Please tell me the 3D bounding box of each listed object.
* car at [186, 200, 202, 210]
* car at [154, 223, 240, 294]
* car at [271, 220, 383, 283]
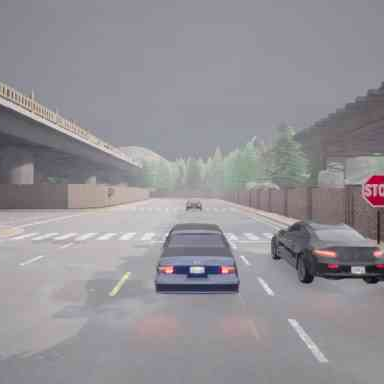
[{"bbox_3d":[0.217,1.601,42.058,1.895,1.301,4.718,0,0,0],"label":"car"},{"bbox_3d":[0.099,1.547,8.908,2.033,1.411,5.357,0,0,0],"label":"car"},{"bbox_3d":[3.600,1.526,9.505,1.812,1.442,4.674,0,0,0],"label":"car"}]
